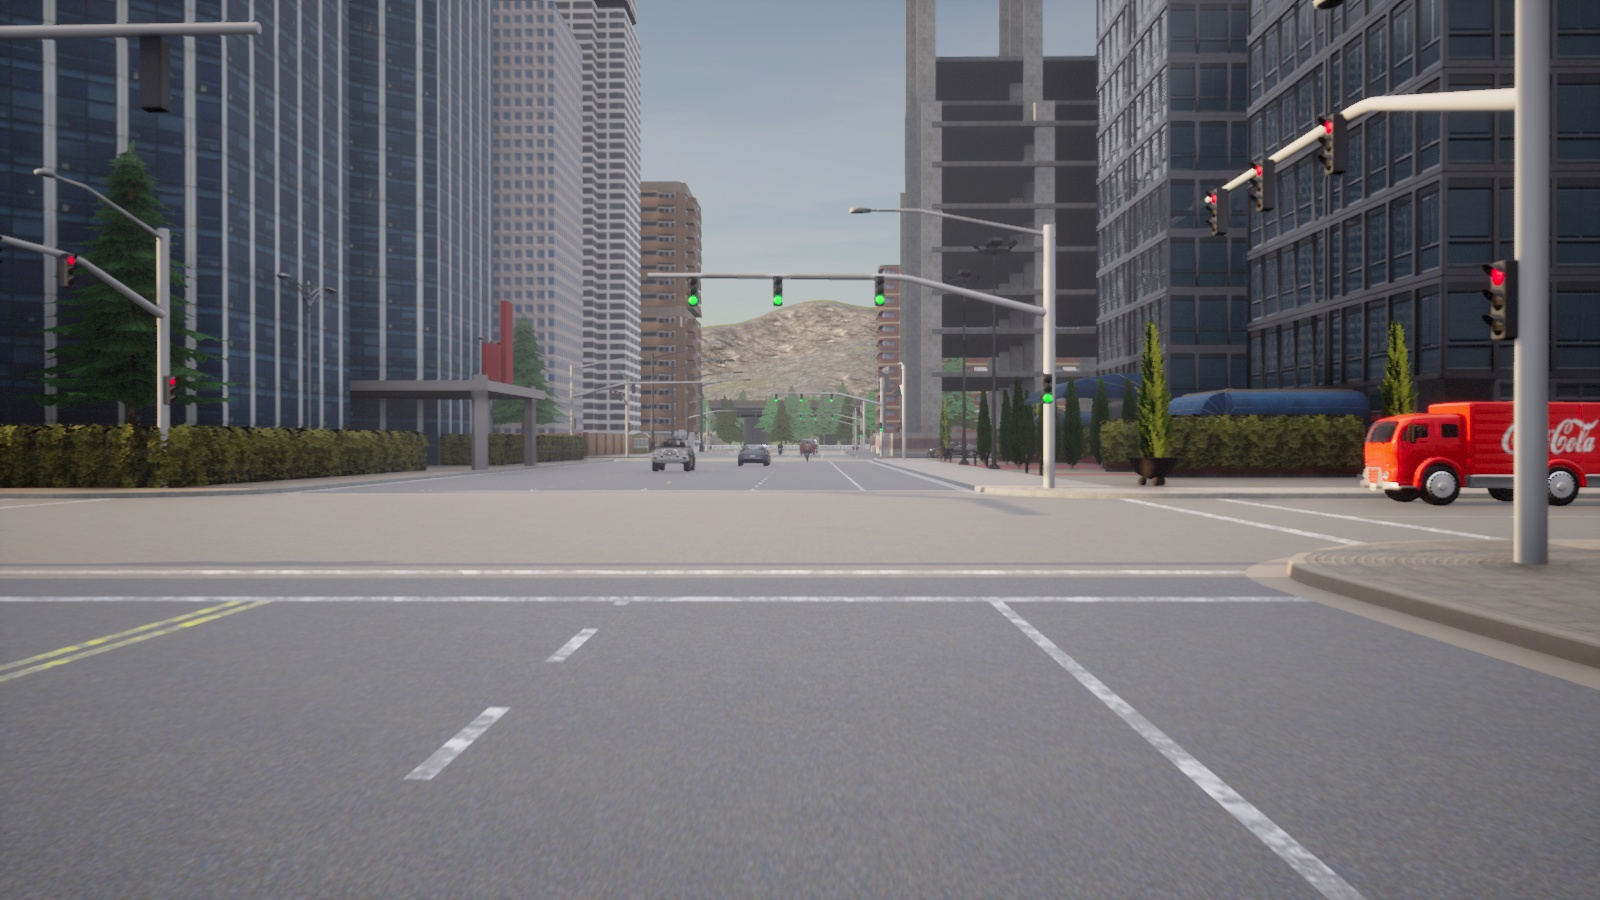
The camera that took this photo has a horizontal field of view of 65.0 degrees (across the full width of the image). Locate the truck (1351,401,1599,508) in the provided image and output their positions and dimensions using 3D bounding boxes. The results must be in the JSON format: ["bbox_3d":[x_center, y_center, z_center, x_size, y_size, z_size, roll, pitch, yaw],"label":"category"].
[{"bbox_3d":[16.522,0.101,30.391,5.204,2.467,2.627,0,0,1],"label":"truck"}]

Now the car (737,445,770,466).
[{"bbox_3d":[-3.012,0.345,82.215,1.994,1.385,4.181,0,0,0],"label":"car"}]

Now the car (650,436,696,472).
[{"bbox_3d":[-6.606,0.188,65.670,1.932,1.855,4.605,0,0,0],"label":"car"}]
